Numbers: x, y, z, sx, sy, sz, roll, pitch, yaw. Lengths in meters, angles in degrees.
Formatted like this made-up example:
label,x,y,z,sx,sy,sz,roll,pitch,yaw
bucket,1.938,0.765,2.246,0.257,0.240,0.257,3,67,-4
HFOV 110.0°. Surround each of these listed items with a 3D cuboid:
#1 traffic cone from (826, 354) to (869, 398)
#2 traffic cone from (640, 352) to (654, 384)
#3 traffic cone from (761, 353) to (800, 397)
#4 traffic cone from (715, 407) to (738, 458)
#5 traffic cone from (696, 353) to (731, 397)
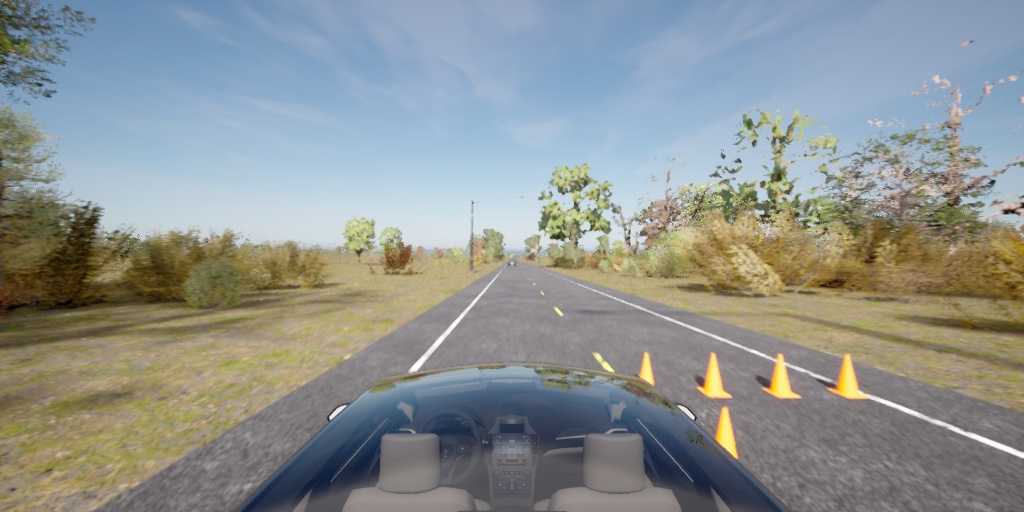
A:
label,x,y,z,sx,sy,sz,roll,pitch,yaw
traffic cone,5.016,1.766,5.369,0.340,0.580,0.340,0,0,0
traffic cone,2.017,1.748,5.383,0.340,0.580,0.340,0,0,0
traffic cone,4.016,1.760,5.374,0.340,0.580,0.340,0,0,0
traffic cone,2.007,1.731,3.384,0.340,0.580,0.340,0,0,0
traffic cone,3.017,1.754,5.378,0.340,0.580,0.340,0,0,0
